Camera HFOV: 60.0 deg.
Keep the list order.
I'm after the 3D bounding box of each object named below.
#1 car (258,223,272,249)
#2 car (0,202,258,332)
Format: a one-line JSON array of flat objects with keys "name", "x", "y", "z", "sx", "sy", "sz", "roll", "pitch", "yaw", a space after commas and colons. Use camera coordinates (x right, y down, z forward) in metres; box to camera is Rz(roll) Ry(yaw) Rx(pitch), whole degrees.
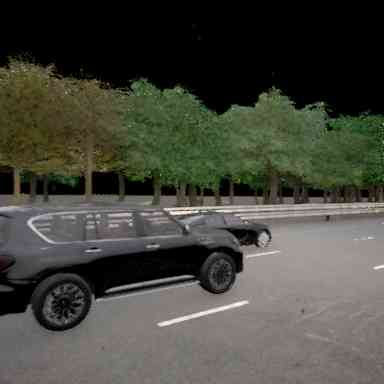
[{"name": "car", "x": 0.999, "y": 1.498, "z": 13.060, "sx": 5.008, "sy": 1.535, "sz": 1.882, "roll": 0, "pitch": 0, "yaw": -35}, {"name": "car", "x": -1.413, "y": 1.230, "z": 7.067, "sx": 5.566, "sy": 2.045, "sz": 2.150, "roll": 0, "pitch": 0, "yaw": -36}]
